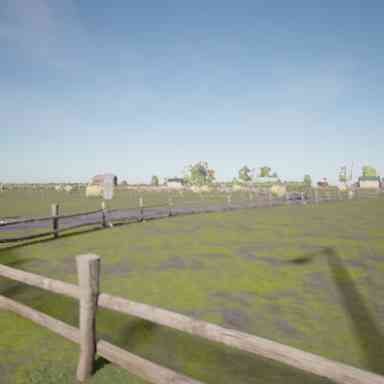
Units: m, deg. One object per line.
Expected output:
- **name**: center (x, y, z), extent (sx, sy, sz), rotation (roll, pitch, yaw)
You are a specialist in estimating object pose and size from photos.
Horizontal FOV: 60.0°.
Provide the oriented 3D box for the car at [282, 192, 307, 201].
- **car**: center (15.226, 0.612, 49.468), extent (4.718, 1.301, 1.895), rotation (-1, 1, -44)
